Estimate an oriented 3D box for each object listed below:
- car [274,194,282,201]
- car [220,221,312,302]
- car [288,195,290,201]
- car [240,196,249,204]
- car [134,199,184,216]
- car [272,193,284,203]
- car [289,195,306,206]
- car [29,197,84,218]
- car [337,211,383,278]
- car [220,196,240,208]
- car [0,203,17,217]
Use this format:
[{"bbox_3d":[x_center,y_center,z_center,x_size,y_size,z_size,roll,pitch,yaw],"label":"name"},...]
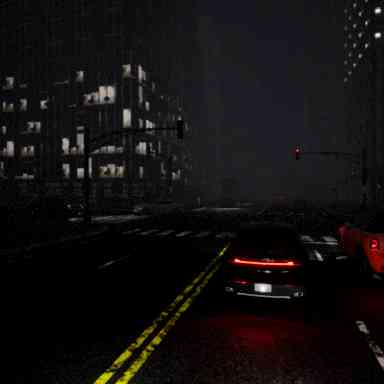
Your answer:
[{"bbox_3d":[20.779,1.235,80.293,1.882,1.535,5.008,0,0,15],"label":"car"},{"bbox_3d":[1.909,1.501,8.413,1.837,1.490,4.892,0,0,15],"label":"car"},{"bbox_3d":[23.923,1.464,79.466,2.033,1.411,5.357,0,0,15],"label":"car"},{"bbox_3d":[9.730,1.476,63.958,1.812,1.442,4.674,0,0,15],"label":"car"},{"bbox_3d":[-2.994,1.389,30.777,4.674,1.442,1.812,0,2,-26],"label":"car"},{"bbox_3d":[18.142,1.157,70.245,2.150,2.045,5.566,0,0,15],"label":"car"},{"bbox_3d":[17.059,1.451,52.921,2.128,1.511,4.902,0,0,15],"label":"car"},{"bbox_3d":[-11.641,1.216,28.743,4.553,1.767,2.097,1,1,17],"label":"car"},{"bbox_3d":[5.788,1.347,9.995,2.097,1.767,4.553,0,0,15],"label":"car"},{"bbox_3d":[5.186,1.497,46.881,1.812,1.442,4.674,0,0,15],"label":"car"},{"bbox_3d":[-16.609,1.433,27.374,4.313,1.339,1.947,1,1,16],"label":"car"}]
